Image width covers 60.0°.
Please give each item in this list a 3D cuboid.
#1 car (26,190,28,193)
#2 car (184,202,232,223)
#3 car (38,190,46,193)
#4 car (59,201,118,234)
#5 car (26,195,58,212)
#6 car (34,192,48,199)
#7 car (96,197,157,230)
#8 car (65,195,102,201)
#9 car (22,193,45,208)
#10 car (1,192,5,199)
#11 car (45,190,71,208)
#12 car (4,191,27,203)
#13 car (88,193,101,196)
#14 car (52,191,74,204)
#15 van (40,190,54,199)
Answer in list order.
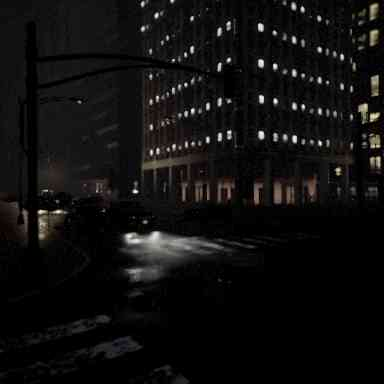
[{"bbox_3d":[-39.728,0.327,81.274,2.192,1.841,5.009,0,0,-38],"label":"car"},{"bbox_3d":[1.032,1.330,22.401,1.802,1.307,4.206,0,0,-31],"label":"car"},{"bbox_3d":[-24.766,0.882,57.144,1.994,1.385,4.181,-1,1,-35],"label":"car"},{"bbox_3d":[-5.634,1.394,17.776,1.802,1.307,4.206,0,0,-31],"label":"car"},{"bbox_3d":[-14.389,1.219,31.821,1.802,1.307,4.206,0,0,-32],"label":"car"},{"bbox_3d":[-32.984,0.669,72.509,1.887,1.381,4.507,0,0,-37],"label":"car"},{"bbox_3d":[-3.714,1.280,19.478,2.128,1.511,4.902,0,1,-32],"label":"car"},{"bbox_3d":[-8.929,1.248,27.918,1.994,1.385,4.181,-1,1,-33],"label":"car"},{"bbox_3d":[-17.293,1.106,36.346,1.752,1.417,4.829,0,0,-33],"label":"car"},{"bbox_3d":[-29.810,0.873,54.724,1.752,1.417,4.829,0,0,-35],"label":"car"},{"bbox_3d":[-14.229,0.932,36.348,2.097,1.767,4.553,0,1,-32],"label":"car"},{"bbox_3d":[-26.699,0.949,50.322,1.887,1.381,4.507,0,0,-35],"label":"car"},{"bbox_3d":[-13.631,0.902,45.649,1.967,1.590,4.097,0,0,-34],"label":"car"},{"bbox_3d":[-19.030,0.774,48.911,2.097,1.767,4.553,0,1,-34],"label":"car"},{"bbox_3d":[-29.647,0.521,68.102,1.690,1.788,3.998,0,0,-37],"label":"van"}]
